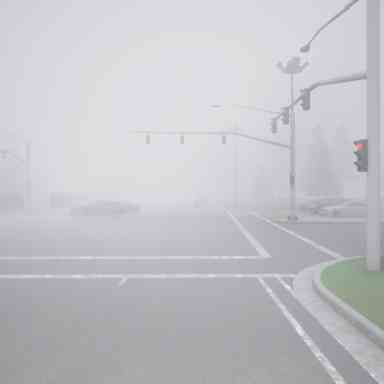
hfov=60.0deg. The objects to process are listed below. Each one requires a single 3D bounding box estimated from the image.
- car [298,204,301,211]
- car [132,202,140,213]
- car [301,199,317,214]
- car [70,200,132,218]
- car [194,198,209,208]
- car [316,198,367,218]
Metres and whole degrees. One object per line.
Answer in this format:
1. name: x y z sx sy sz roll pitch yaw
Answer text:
1. car: 14.012 1.498 36.161 4.892 1.490 1.837 0 0 -1
2. car: -7.522 1.558 34.686 4.181 1.385 1.994 0 0 7
3. car: 13.591 1.346 32.666 4.553 1.767 2.097 0 0 0
4. car: -8.076 1.487 28.916 4.902 1.511 2.128 0 0 -1
5. car: 1.456 1.540 48.518 2.033 1.411 5.357 0 0 8
6. car: 13.808 1.521 29.159 4.674 1.442 1.812 0 0 -1
